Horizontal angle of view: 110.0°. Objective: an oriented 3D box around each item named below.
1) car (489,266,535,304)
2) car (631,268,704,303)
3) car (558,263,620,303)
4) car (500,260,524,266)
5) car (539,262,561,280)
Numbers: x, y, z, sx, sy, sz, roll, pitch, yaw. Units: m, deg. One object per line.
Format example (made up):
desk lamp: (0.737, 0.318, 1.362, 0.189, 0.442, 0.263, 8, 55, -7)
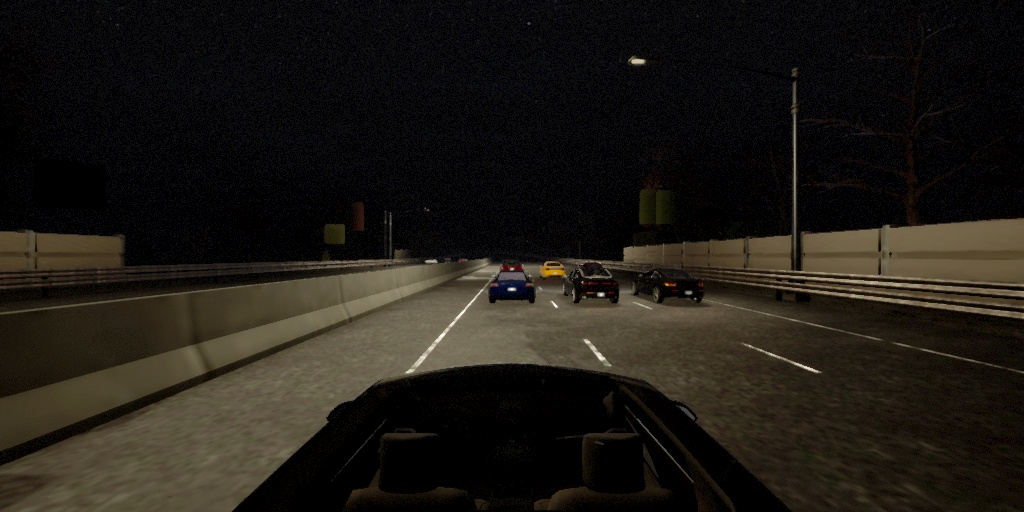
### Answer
car: (0.000, 1.321, 16.500, 1.994, 1.385, 4.181, 0, 0, 0)
car: (7.000, 1.281, 16.500, 1.812, 1.442, 4.674, 0, 0, 0)
car: (3.500, 1.265, 16.500, 1.837, 1.490, 4.892, 0, 0, 0)
car: (0.000, 1.113, 31.470, 2.097, 1.767, 4.553, 0, 0, 0)
car: (3.500, 1.232, 31.500, 1.882, 1.535, 5.008, 0, 0, 0)
